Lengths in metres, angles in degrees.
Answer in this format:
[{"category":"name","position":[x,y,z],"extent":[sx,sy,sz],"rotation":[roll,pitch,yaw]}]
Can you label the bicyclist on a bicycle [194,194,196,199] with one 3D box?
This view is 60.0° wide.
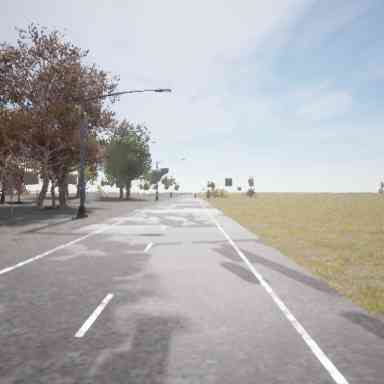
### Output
[{"category":"bicyclist on a bicycle","position":[0.970,1.496,95.487],"extent":[0.582,1.620,1.656],"rotation":[1,0,0]}]
